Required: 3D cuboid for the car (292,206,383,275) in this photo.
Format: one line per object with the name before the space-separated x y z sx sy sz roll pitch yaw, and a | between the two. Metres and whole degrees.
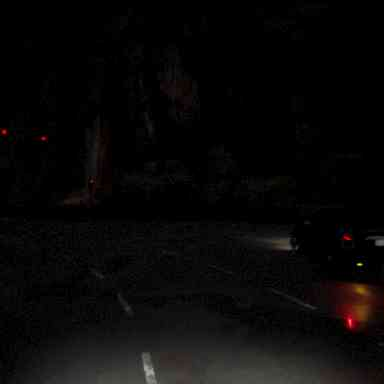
car | 4.637 1.255 10.255 2.097 1.767 4.553 -1 0 0
